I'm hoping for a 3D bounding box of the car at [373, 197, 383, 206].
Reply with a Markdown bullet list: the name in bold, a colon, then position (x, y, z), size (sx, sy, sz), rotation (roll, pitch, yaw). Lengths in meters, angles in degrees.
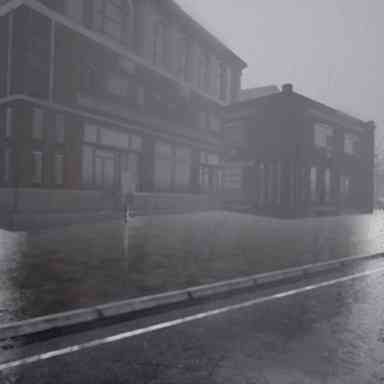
- **car**: position (32.354, 1.683, 57.784), size (2.097, 1.767, 4.553), rotation (2, 0, -12)
